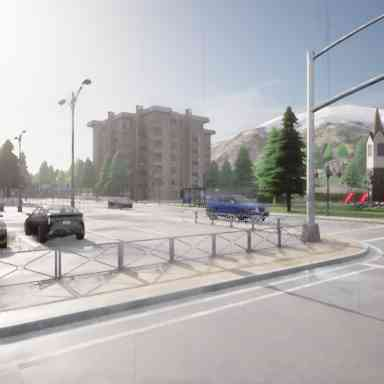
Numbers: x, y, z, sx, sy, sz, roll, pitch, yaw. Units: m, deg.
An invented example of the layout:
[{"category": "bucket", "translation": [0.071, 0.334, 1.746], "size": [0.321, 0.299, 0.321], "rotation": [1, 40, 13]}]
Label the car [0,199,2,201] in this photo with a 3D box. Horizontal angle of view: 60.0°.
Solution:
[{"category": "car", "translation": [-21.613, 1.374, 36.410], "size": [1.845, 1.501, 3.633], "rotation": [0, 0, -36]}]

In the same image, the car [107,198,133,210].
[{"category": "car", "translation": [-9.377, 1.477, 43.251], "size": [1.882, 1.535, 5.008], "rotation": [0, 0, -36]}]

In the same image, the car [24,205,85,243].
[{"category": "car", "translation": [-6.370, 1.340, 15.305], "size": [2.007, 1.523, 4.514], "rotation": [0, 0, -36]}]

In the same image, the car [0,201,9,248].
[{"category": "car", "translation": [-8.883, 1.331, 13.426], "size": [2.152, 1.636, 5.027], "rotation": [0, 0, -36]}]

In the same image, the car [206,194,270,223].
[{"category": "car", "translation": [3.382, 1.221, 25.844], "size": [2.150, 2.045, 5.566], "rotation": [0, 0, -36]}]
